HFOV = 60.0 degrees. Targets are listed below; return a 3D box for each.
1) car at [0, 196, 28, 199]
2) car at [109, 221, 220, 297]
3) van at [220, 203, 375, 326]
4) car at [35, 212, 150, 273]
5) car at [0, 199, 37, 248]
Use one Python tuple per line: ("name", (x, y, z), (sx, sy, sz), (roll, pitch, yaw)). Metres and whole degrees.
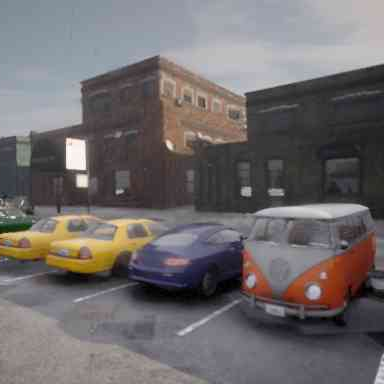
("car", (-10.849, 1.234, 16.648), (2.435, 2.045, 5.566), (0, 0, 35))
("car", (0.396, 1.528, 8.666), (2.002, 1.452, 4.674), (0, 0, 35))
("van", (2.576, 1.258, 6.972), (1.878, 1.987, 4.442), (0, 0, 35))
("car", (-1.740, 1.487, 10.419), (1.946, 1.575, 5.366), (0, 0, 35))
("car", (-8.605, 1.362, 15.045), (2.185, 1.767, 4.553), (0, 0, 35))
